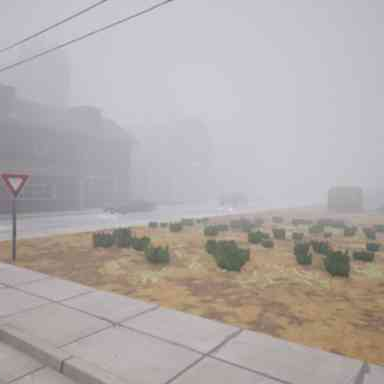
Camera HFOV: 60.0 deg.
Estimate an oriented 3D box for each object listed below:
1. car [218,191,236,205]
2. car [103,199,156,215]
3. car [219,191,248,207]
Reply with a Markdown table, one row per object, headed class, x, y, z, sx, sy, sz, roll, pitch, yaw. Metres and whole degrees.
| class | x | y | z | sx | sy | sz | roll | pitch | yaw |
| --- | --- | --- | --- | --- | --- | --- | --- | --- | --- |
| car | 5.674 | 0.866 | 54.142 | 1.905 | 1.878 | 3.866 | 6 | 1 | -8 |
| car | -5.600 | 1.311 | 30.680 | 2.033 | 1.411 | 5.357 | 1 | 0 | 35 |
| car | 6.070 | 0.972 | 47.394 | 2.150 | 2.045 | 5.566 | 1 | 0 | 35 |
